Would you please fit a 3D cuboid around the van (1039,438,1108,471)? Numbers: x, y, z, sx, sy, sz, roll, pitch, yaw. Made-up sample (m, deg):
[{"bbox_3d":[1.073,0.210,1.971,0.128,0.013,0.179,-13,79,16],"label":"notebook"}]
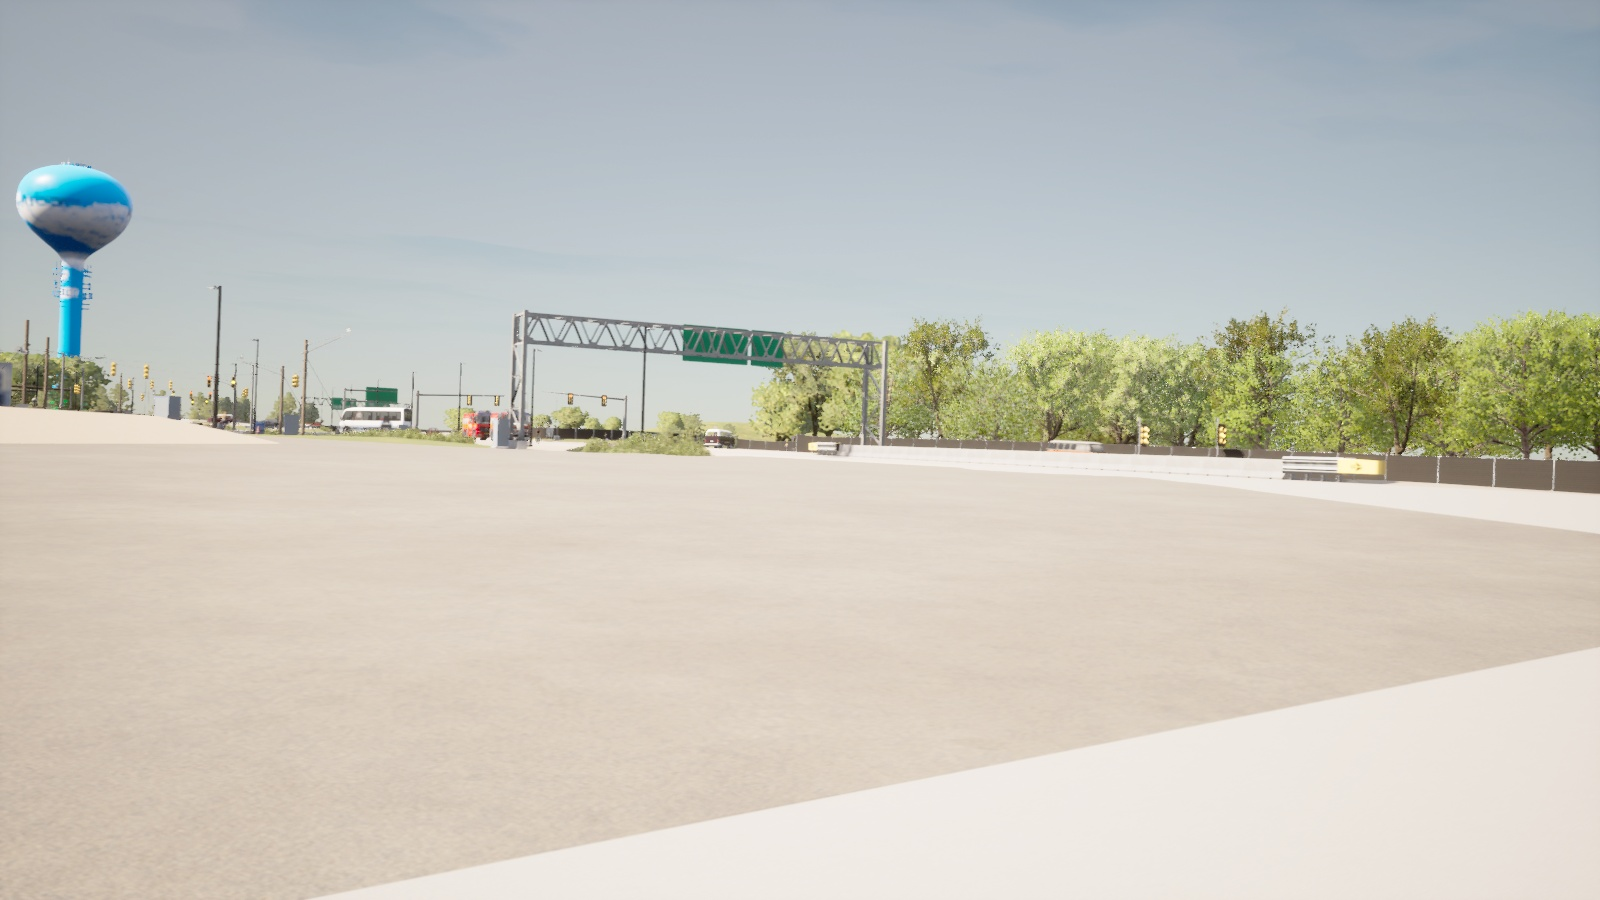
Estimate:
[{"bbox_3d":[18.509,0.289,85.153,1.775,1.987,4.442,2,1,-35],"label":"van"}]
